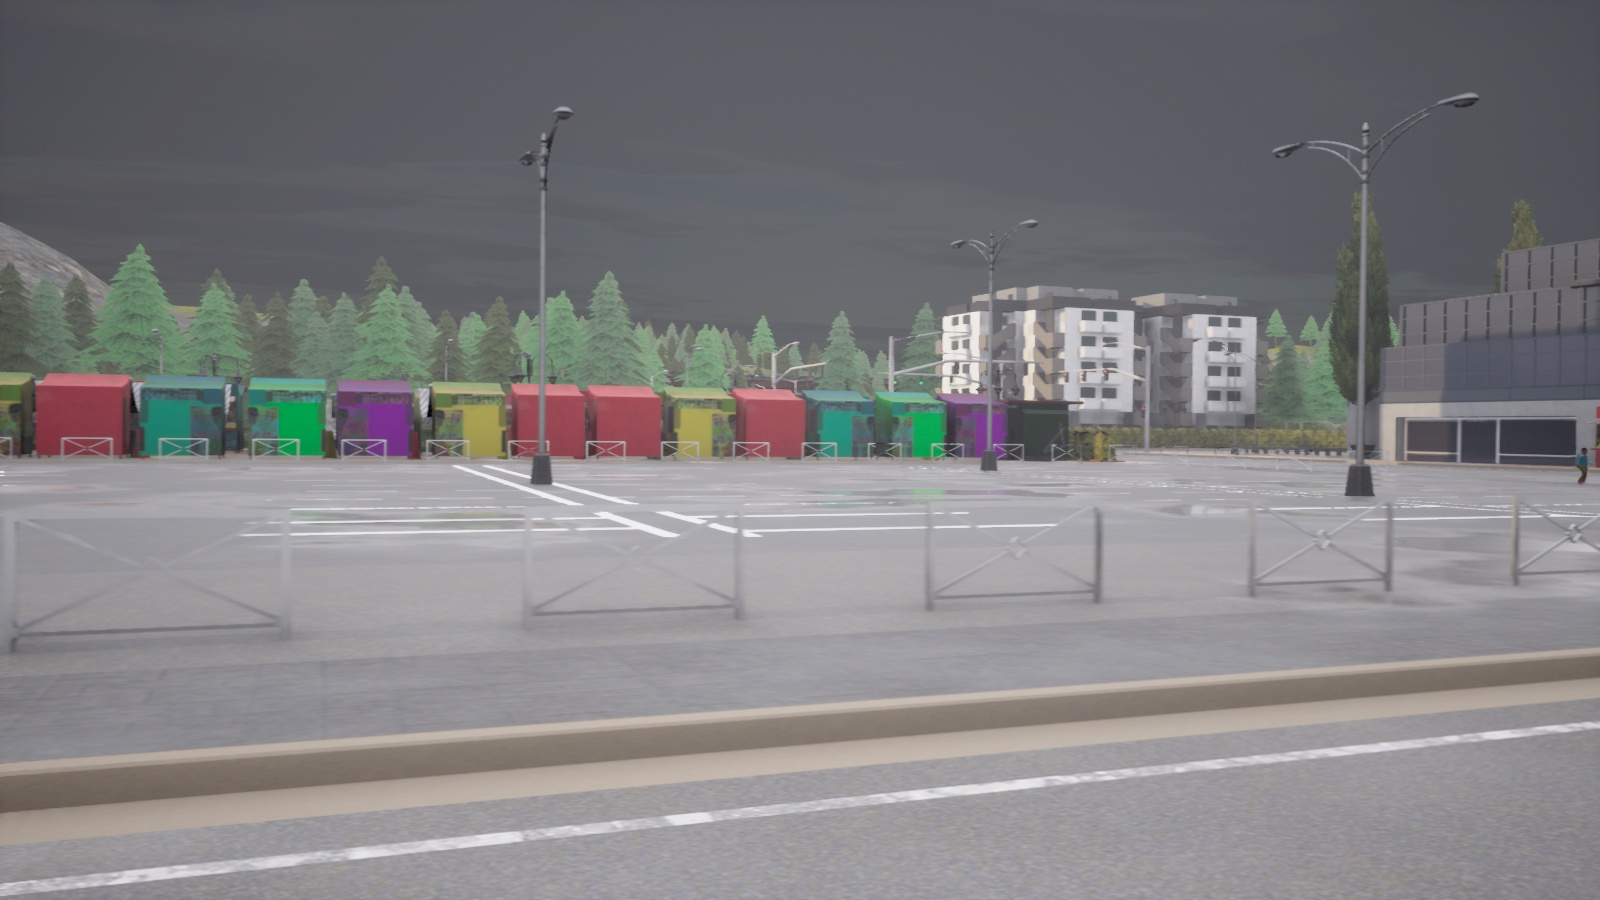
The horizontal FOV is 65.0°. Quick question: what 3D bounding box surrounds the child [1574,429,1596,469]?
[{"bbox_3d":[23.545,-0.031,37.678,0.343,1.192,0.448,-1,1,-19],"label":"child"}]
